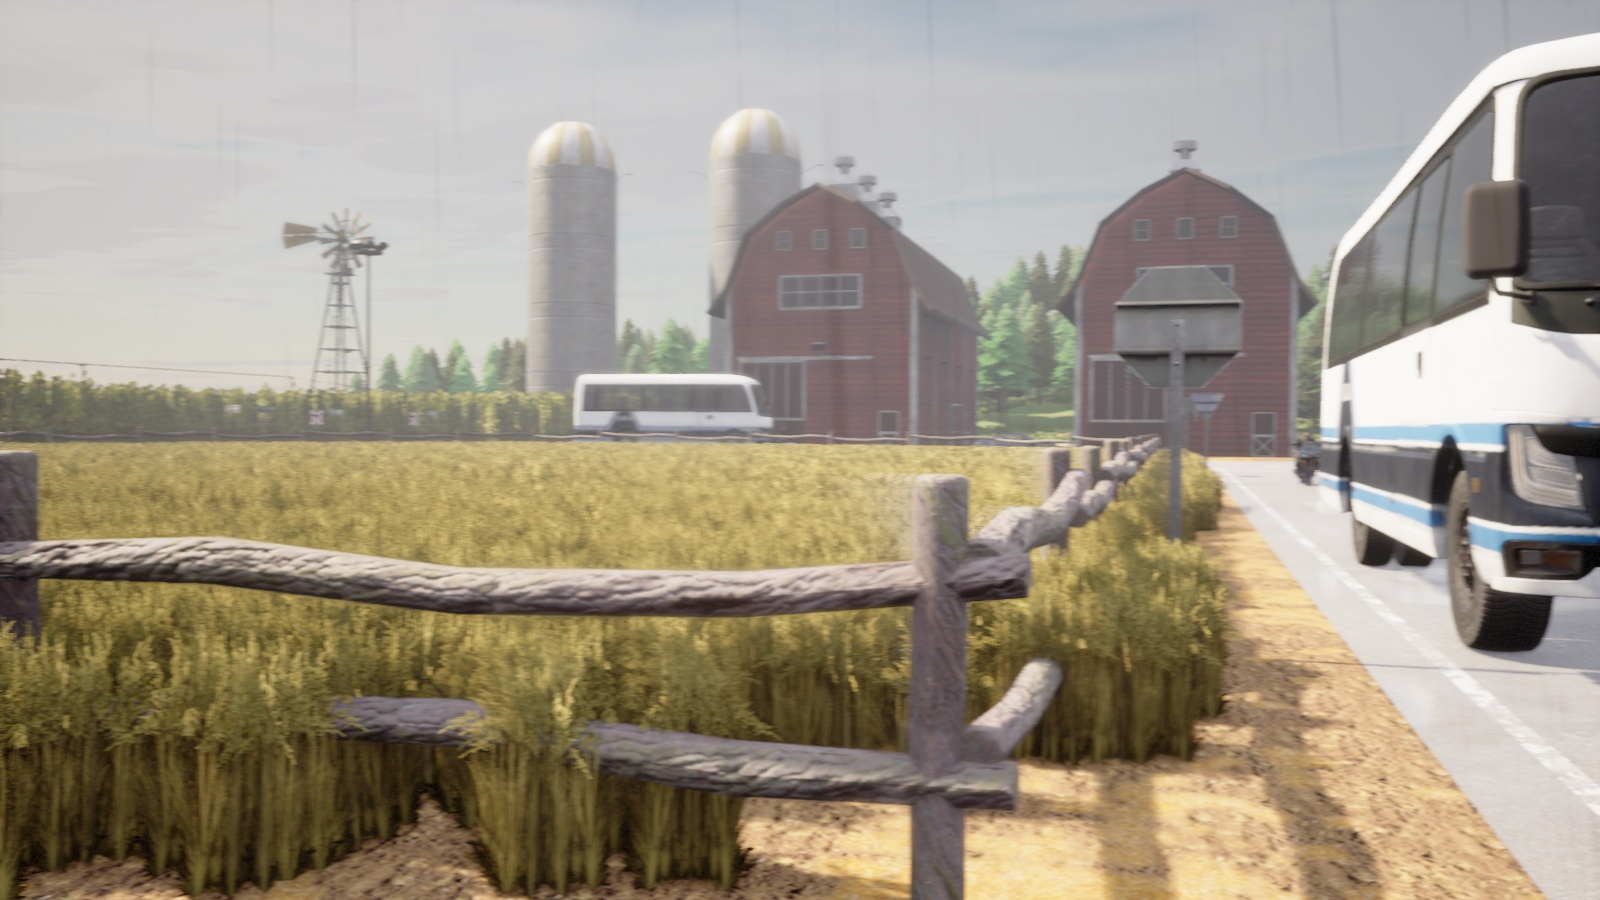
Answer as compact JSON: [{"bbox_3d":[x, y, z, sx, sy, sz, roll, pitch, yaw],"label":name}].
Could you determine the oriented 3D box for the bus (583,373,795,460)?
[{"bbox_3d":[-5.694,-1.696,65.401,10.273,4.253,3.944,0,1,10],"label":"bus"}]

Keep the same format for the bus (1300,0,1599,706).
[{"bbox_3d":[6.937,-0.909,10.958,3.944,4.253,10.273,0,1,17],"label":"bus"}]

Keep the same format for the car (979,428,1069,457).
[{"bbox_3d":[10.918,-0.364,61.106,4.181,1.385,1.994,0,1,15],"label":"car"}]

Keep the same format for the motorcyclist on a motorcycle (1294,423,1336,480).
[{"bbox_3d":[14.253,0.017,34.819,0.866,1.530,2.191,0,1,17],"label":"motorcyclist on a motorcycle"}]
